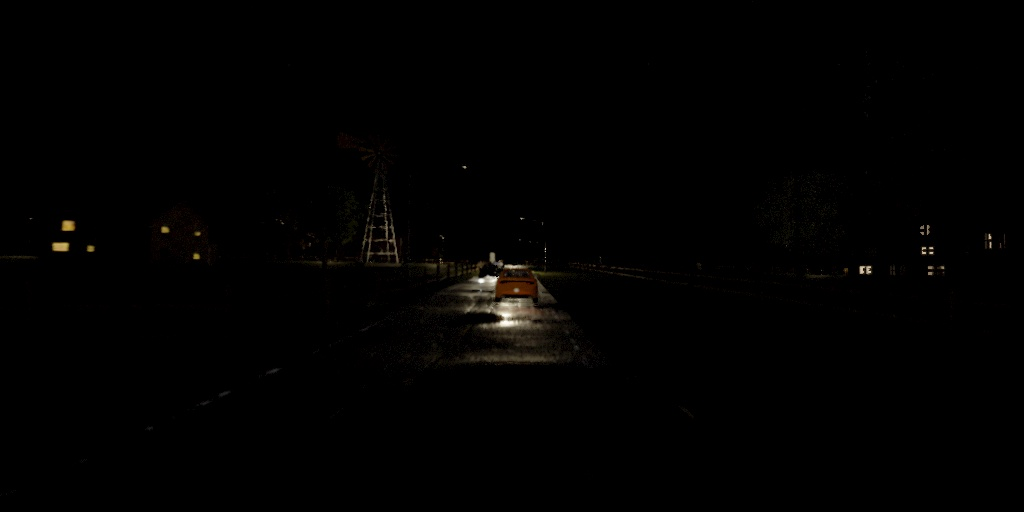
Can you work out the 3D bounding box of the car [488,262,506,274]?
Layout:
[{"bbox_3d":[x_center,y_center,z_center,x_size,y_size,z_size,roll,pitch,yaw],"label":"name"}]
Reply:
[{"bbox_3d":[-1.999,1.548,48.033,2.128,1.511,4.902,1,0,1],"label":"car"}]

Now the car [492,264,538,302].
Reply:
[{"bbox_3d":[0.240,1.336,17.802,1.882,1.535,5.008,1,0,1],"label":"car"}]

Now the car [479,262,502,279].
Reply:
[{"bbox_3d":[-2.199,1.498,36.232,2.033,1.411,5.357,1,0,1],"label":"car"}]
